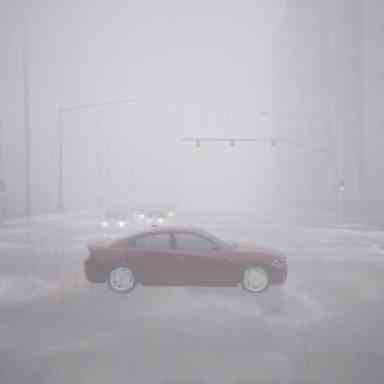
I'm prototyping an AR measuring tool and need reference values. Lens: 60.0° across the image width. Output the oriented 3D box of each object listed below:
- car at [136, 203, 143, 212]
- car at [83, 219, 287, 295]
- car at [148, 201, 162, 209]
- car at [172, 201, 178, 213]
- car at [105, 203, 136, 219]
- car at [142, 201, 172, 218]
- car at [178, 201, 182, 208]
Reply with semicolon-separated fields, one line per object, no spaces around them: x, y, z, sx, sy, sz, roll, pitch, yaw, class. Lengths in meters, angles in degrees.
-7.016;2.159;43.847;1.895;1.301;4.718;0;-1;1;car
-0.156;1.600;8.473;5.008;1.535;1.882;0;-1;0;car
-6.681;2.368;60.405;1.895;1.301;4.718;0;-1;2;car
-3.459;2.159;46.875;1.994;1.385;4.181;0;-1;1;car
-7.196;1.898;32.998;1.882;1.535;5.008;0;-1;1;car
-3.656;2.003;35.789;2.033;1.411;5.357;0;-1;1;car
-3.034;2.404;66.146;1.994;1.385;4.181;0;-1;2;car
